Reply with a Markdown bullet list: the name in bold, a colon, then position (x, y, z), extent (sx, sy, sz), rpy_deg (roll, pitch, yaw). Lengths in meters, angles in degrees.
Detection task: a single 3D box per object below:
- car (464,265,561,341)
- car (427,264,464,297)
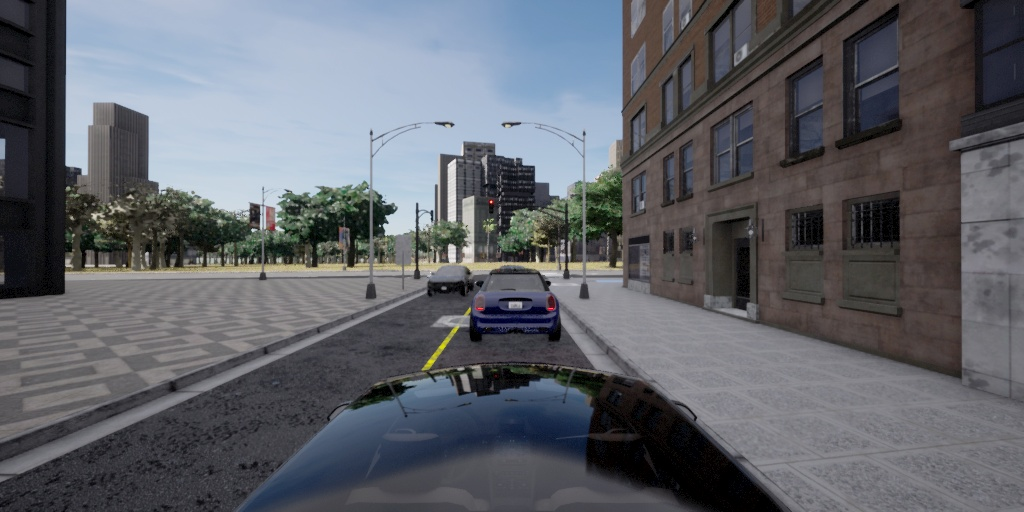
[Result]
- **car**: position (0.057, 1.102, 10.018), extent (2.097, 1.767, 4.553), rpy_deg (0, 0, -1)
- **car**: position (-3.140, 1.228, 19.097), extent (1.882, 1.535, 5.008), rpy_deg (0, 0, 0)
